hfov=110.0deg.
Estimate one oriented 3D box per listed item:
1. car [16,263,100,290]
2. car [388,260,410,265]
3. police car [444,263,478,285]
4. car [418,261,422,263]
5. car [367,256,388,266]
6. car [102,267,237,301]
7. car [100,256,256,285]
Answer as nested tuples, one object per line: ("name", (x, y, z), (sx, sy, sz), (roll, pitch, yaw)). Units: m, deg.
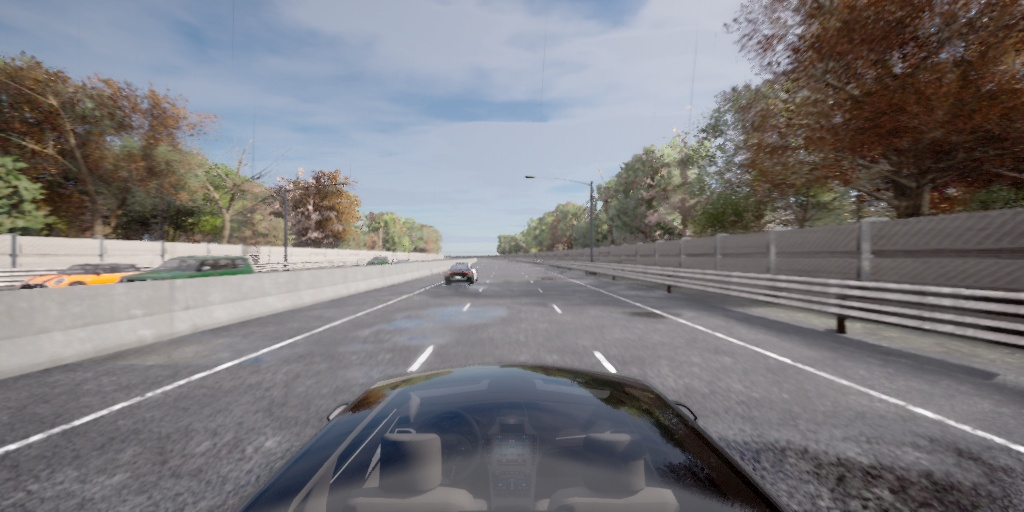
("car", (-21.164, 1.149, 18.006), (2.097, 1.767, 4.553), (0, 0, 0))
("car", (-18.439, 1.384, 60.011), (2.033, 1.411, 5.357), (0, 0, -1))
("police car", (-3.672, 1.305, 26.614), (2.038, 1.542, 4.974), (0, 0, -1))
("car", (-14.913, 1.441, 59.336), (1.895, 1.301, 4.718), (0, 0, -1))
("car", (-21.900, 1.093, 58.918), (2.150, 2.045, 5.566), (0, 0, -1))
("car", (-17.668, 1.342, 19.011), (2.033, 1.411, 5.357), (0, 0, 0))
("car", (-14.150, 1.008, 16.102), (2.150, 2.045, 5.566), (0, 0, 0))
